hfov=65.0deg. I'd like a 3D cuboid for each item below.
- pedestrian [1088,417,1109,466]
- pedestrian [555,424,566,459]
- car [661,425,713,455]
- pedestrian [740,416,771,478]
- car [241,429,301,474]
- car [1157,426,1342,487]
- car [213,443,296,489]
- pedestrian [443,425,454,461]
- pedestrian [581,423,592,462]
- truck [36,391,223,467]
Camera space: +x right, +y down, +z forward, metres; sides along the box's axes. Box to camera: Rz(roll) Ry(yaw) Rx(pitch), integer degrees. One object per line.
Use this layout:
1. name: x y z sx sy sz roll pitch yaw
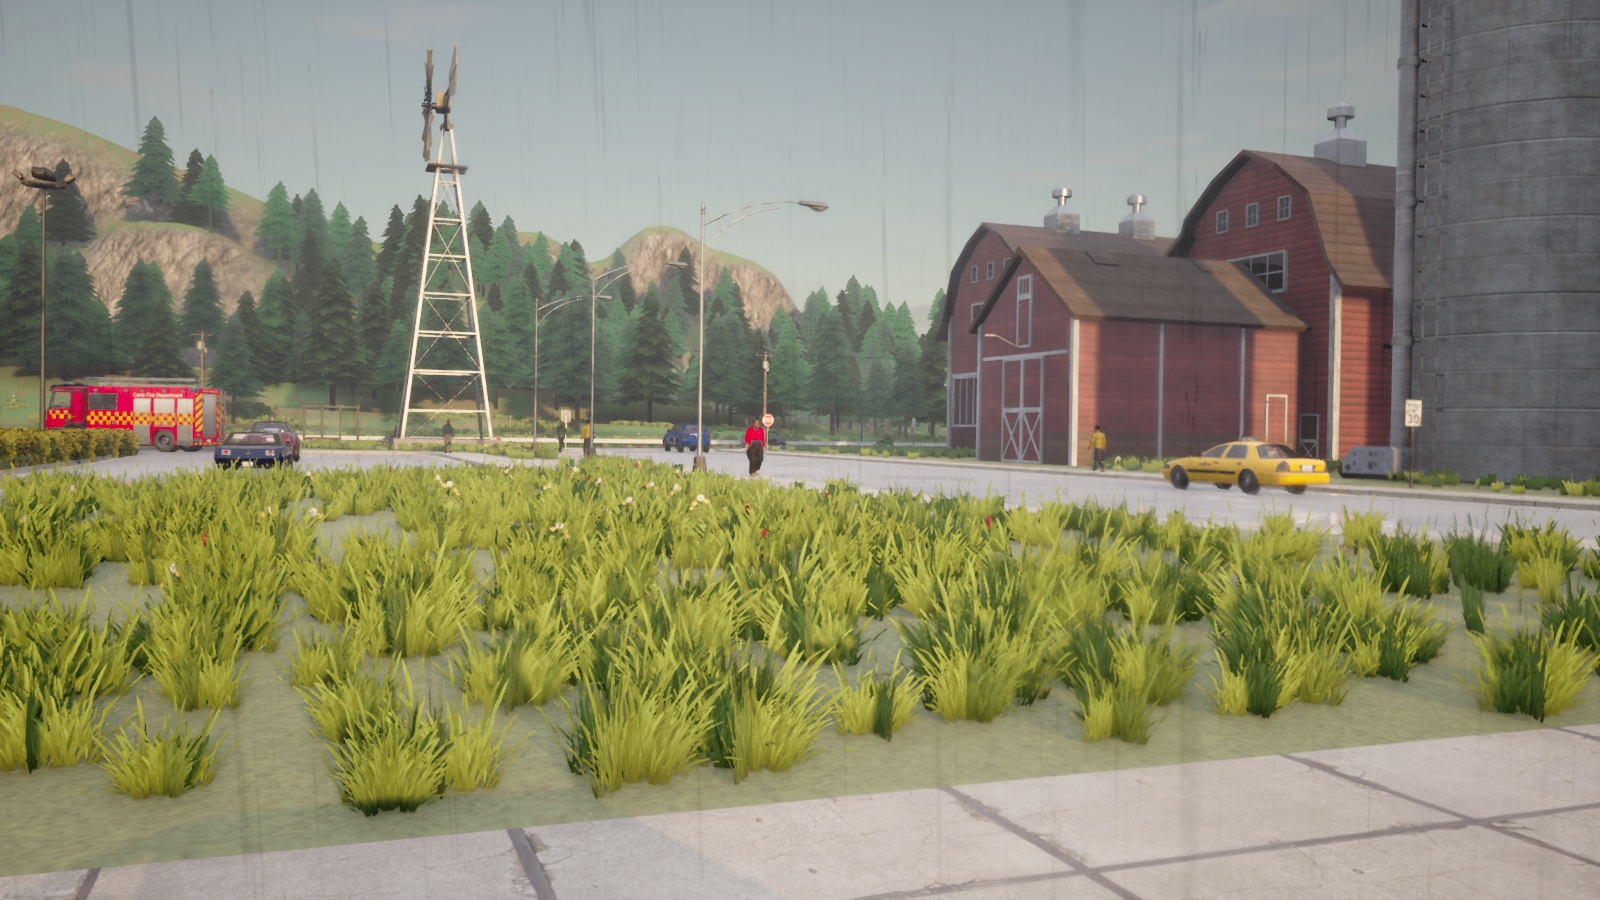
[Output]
1. pedestrian: 11.364 -0.336 47.800 0.431 1.840 0.709 -1 1 -22
2. pedestrian: -13.182 -0.476 69.186 0.423 1.949 0.788 -1 1 -21
3. car: -7.913 -0.719 87.440 2.150 2.045 5.566 -1 1 -21
4. pedestrian: -1.348 -0.096 37.845 0.634 1.844 0.899 -1 1 -22
5. car: -21.955 0.042 52.251 2.097 1.767 4.553 -1 1 -21
6. car: 12.480 0.125 35.301 1.801 1.575 5.366 -1 1 -21
7. car: -16.887 0.443 39.062 1.895 1.301 4.718 -1 1 -18
8. pedestrian: -17.860 -0.365 63.797 0.370 1.835 0.726 -1 1 -29
9. pedestrian: -10.013 -0.346 58.870 0.431 1.840 0.709 -1 1 -16
10. truck: -35.080 -1.089 65.854 8.468 3.827 2.891 0 1 6
